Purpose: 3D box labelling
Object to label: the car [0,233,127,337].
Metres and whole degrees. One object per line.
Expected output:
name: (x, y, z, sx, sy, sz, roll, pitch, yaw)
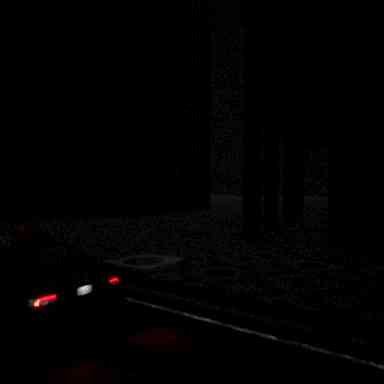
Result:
car: (-3.677, 1.548, 6.573, 5.357, 1.411, 2.033, 0, 0, 36)
